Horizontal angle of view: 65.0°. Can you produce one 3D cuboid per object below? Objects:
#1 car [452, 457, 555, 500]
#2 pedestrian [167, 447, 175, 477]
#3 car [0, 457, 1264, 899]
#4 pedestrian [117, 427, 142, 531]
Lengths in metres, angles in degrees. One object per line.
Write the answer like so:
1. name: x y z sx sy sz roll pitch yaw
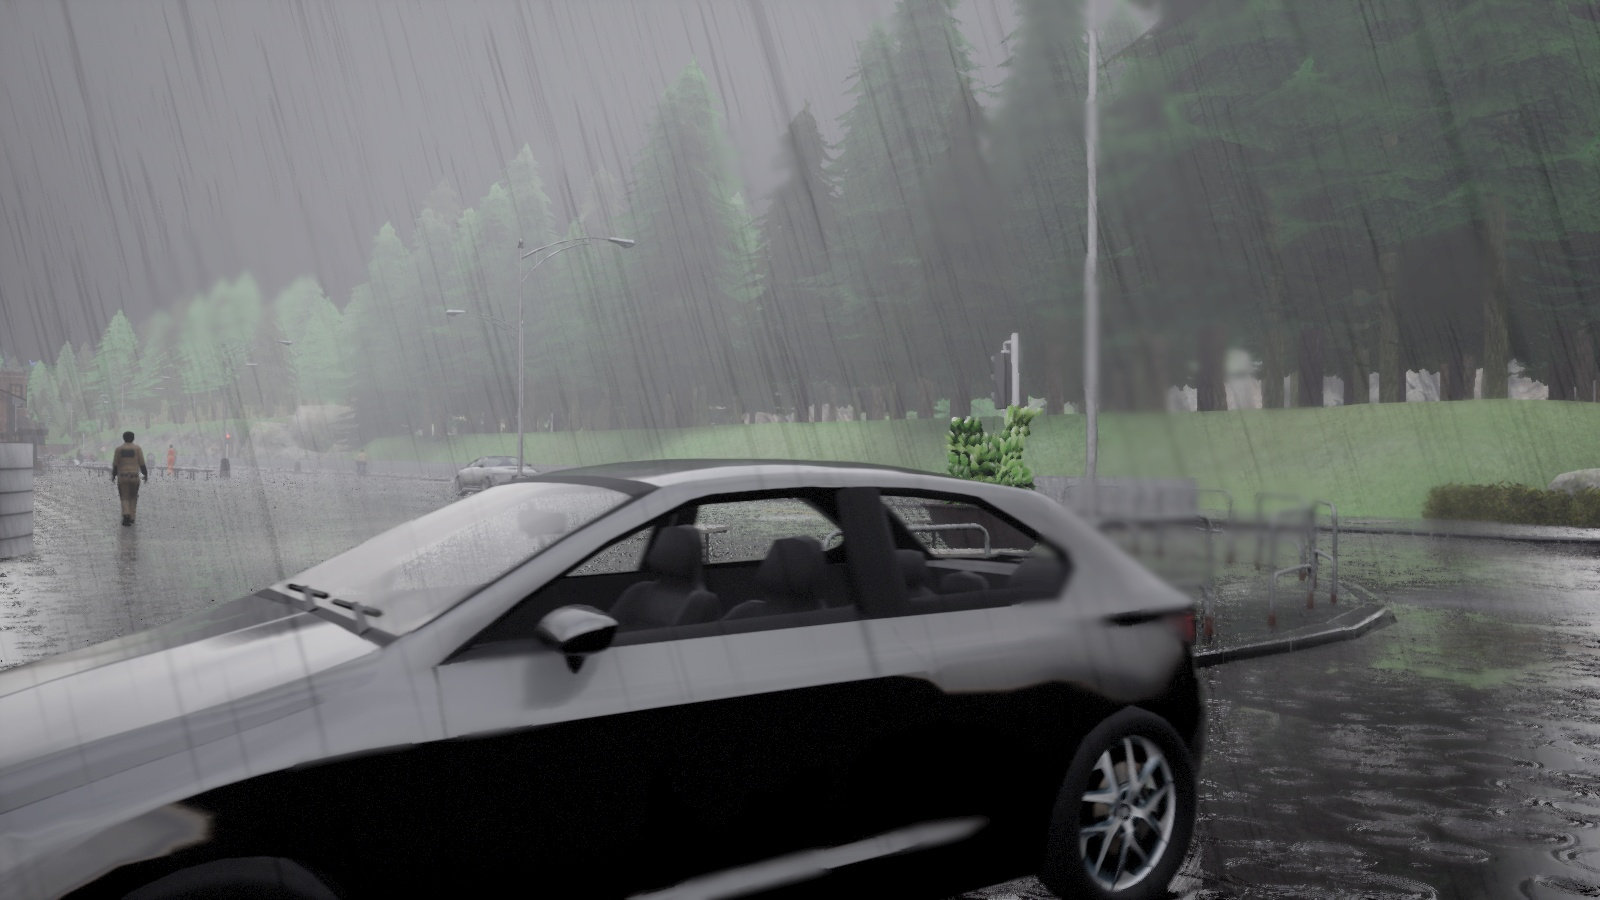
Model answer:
1. car: -10.113 0.934 42.581 1.994 1.385 4.181 0 0 -35
2. pedestrian: -37.993 0.721 75.844 0.345 1.836 0.594 0 0 -34
3. car: -0.634 0.769 3.862 4.193 1.474 1.816 0 0 -35
4. pedestrian: -12.664 0.540 23.735 0.396 1.930 0.692 0 0 -26
